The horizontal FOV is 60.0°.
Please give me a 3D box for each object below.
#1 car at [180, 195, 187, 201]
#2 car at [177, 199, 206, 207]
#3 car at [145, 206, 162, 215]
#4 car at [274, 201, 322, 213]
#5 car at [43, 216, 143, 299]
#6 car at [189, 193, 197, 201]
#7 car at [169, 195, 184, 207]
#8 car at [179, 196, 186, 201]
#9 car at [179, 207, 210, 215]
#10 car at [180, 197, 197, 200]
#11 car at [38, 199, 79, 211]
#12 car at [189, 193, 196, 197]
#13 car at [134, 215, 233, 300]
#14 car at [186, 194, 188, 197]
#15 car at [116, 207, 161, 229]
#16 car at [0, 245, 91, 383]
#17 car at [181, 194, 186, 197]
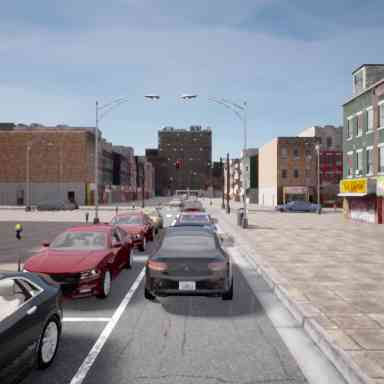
[{"bbox_3d":[-2.484,1.672,95.003,1.967,1.590,4.097,0,0,0],"label":"car"},{"bbox_3d":[0.152,1.530,26.036,1.837,1.490,4.892,0,0,2],"label":"car"},{"bbox_3d":[-2.604,1.540,19.323,1.752,1.417,4.829,0,0,0],"label":"car"},{"bbox_3d":[12.640,1.756,39.648,5.357,1.411,2.033,1,0,0],"label":"car"},{"bbox_3d":[-2.620,1.548,8.505,1.887,1.381,4.507,0,0,0],"label":"car"},{"bbox_3d":[0.146,1.279,91.980,2.150,2.045,5.566,0,0,0],"label":"car"},{"bbox_3d":[-2.554,1.606,51.281,1.752,1.417,4.829,0,0,0],"label":"car"},{"bbox_3d":[-2.493,1.757,89.559,1.887,1.381,4.507,0,0,0],"label":"car"},{"bbox_3d":[0.119,1.611,15.735,1.895,1.301,4.718,0,0,0],"label":"car"},{"bbox_3d":[0.118,1.672,44.436,1.895,1.301,4.718,0,0,12],"label":"car"},{"bbox_3d":[-14.683,1.503,36.602,4.181,1.385,1.994,0,0,0],"label":"car"},{"bbox_3d":[0.130,1.531,81.916,2.097,1.767,4.553,0,0,0],"label":"car"},{"bbox_3d":[-0.042,1.529,8.311,1.812,1.442,4.674,0,0,1],"label":"car"},{"bbox_3d":[-2.511,1.695,78.500,1.752,1.417,4.829,0,0,0],"label":"car"},{"bbox_3d":[-2.612,1.553,14.000,1.887,1.381,4.507,0,0,0],"label":"car"},{"bbox_3d":[-2.629,1.552,3.011,2.008,1.369,4.403,0,0,0],"label":"car"},{"bbox_3d":[-2.544,1.411,56.894,2.192,1.841,5.009,0,0,0],"label":"car"}]
